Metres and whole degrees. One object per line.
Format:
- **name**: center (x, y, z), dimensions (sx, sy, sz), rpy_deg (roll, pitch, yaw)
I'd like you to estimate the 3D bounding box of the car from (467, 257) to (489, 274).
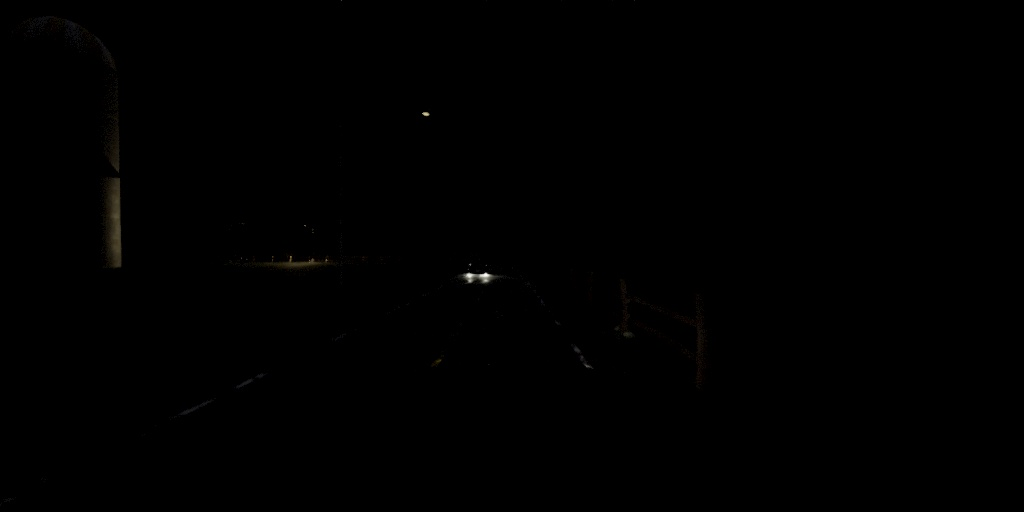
- **car**: center (-3.556, 0.892, 37.792), dimensions (2.097, 1.767, 4.553), rpy_deg (0, 0, -2)
